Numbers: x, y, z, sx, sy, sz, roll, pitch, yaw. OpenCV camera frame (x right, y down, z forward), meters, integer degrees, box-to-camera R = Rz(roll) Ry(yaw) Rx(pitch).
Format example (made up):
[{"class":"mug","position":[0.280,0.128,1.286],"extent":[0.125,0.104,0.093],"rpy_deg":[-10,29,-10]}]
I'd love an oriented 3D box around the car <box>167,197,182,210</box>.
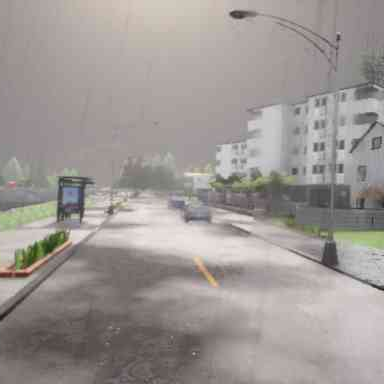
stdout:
[{"class":"car","position":[-1.962,1.320,40.367],"extent":[1.882,1.535,5.008],"rpy_deg":[2,0,-8]}]

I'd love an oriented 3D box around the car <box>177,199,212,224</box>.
[{"class":"car","position":[0.252,1.524,24.880],"extent":[1.994,1.385,4.181],"rpy_deg":[2,0,-7]}]
